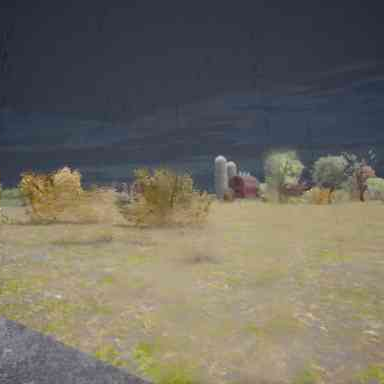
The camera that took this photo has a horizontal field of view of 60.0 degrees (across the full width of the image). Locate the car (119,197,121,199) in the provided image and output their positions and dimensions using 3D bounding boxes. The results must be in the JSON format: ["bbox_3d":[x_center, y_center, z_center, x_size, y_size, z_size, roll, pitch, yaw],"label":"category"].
[{"bbox_3d":[-14.626,1.844,67.347,1.837,1.490,4.892,-1,-3,36],"label":"car"}]
